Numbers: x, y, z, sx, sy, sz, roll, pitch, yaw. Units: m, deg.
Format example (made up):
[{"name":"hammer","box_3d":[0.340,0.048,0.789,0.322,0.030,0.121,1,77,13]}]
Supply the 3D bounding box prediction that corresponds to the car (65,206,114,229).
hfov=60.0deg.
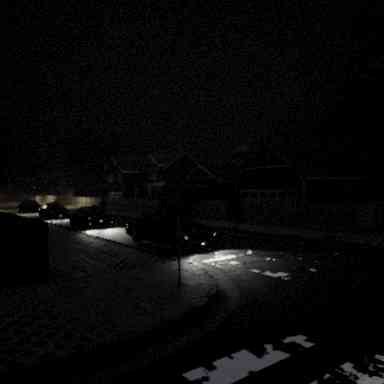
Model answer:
[{"name":"car","box_3d":[-6.967,1.686,22.917,1.994,1.385,4.181,-2,1,-35]}]

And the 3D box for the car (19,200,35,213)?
[{"name":"car","box_3d":[-20.048,1.698,41.037,1.882,1.535,5.008,-2,1,-35]}]

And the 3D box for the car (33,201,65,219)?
[{"name":"car","box_3d":[-13.056,1.717,31.313,2.033,1.411,5.357,-2,1,-35]}]

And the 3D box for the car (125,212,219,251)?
[{"name":"car","box_3d":[-1.142,1.612,14.872,2.033,1.411,5.357,-2,1,-36]}]
